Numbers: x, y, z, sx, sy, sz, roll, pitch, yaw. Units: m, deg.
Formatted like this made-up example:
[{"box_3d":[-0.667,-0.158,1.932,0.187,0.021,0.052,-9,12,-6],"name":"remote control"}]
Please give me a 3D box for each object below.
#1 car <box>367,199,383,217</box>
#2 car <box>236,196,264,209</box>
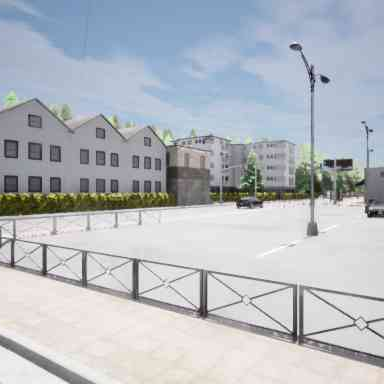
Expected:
[{"box_3d":[15.416,1.298,26.814,2.007,1.523,4.514,0,0,35],"name":"car"},{"box_3d":[7.360,1.286,41.957,1.882,1.535,5.008,0,0,35],"name":"car"}]
